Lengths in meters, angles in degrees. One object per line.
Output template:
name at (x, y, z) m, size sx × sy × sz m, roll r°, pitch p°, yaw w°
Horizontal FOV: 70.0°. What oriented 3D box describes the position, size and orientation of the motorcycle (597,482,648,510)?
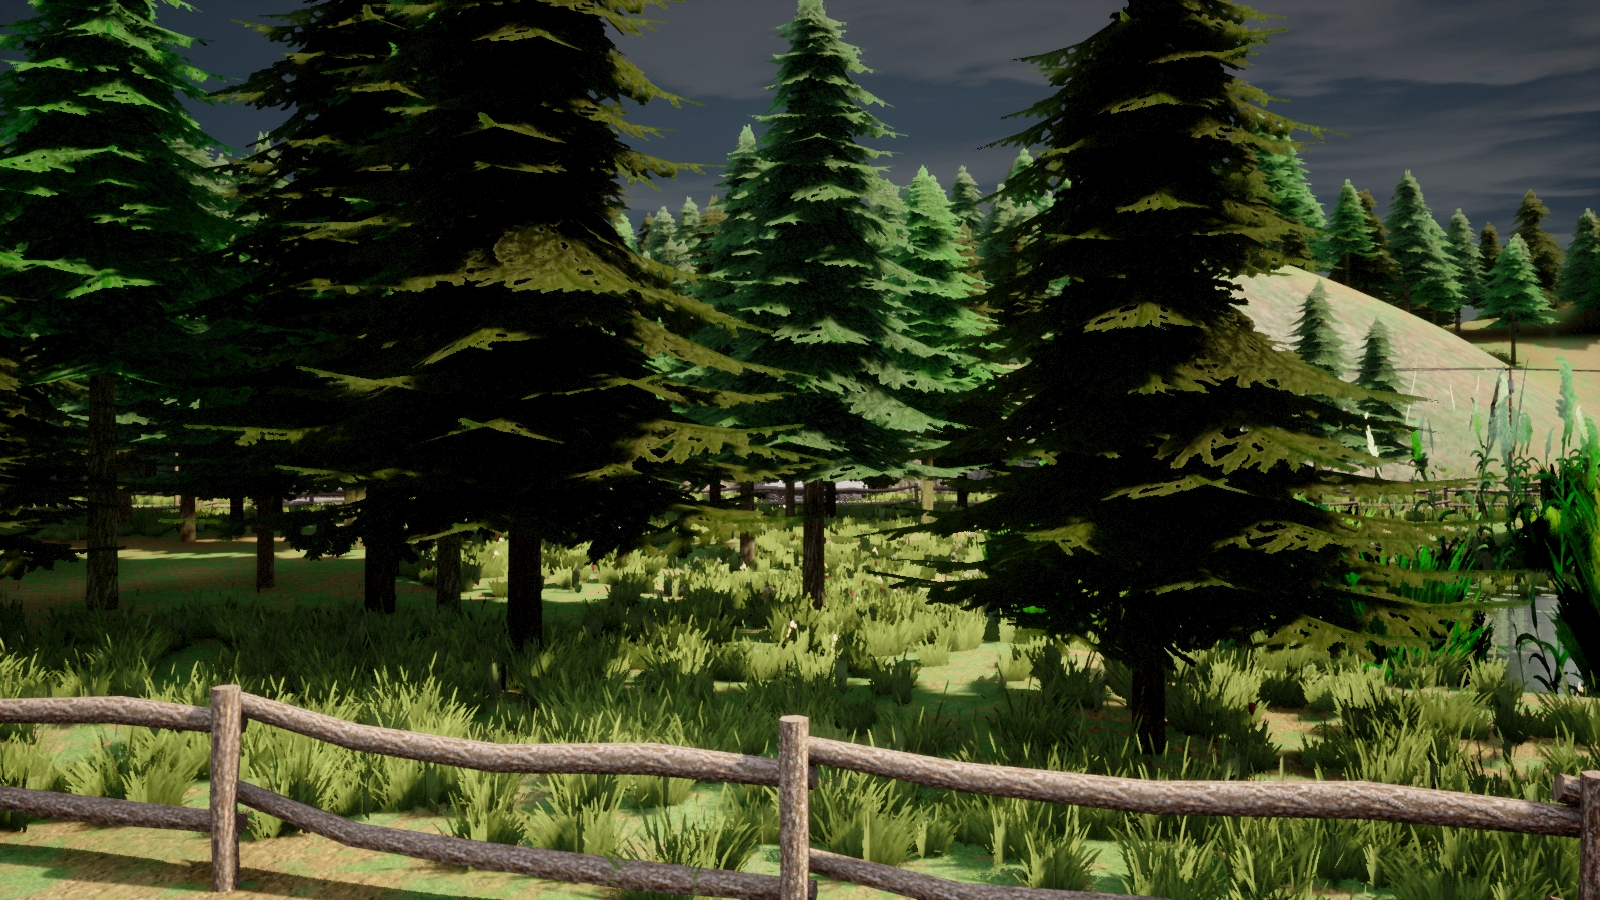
motorcycle at (-8.417, 2.178, 54.101) m, size 2.209 × 1.251 × 0.867 m, roll 0°, pitch 0°, yaw 14°
